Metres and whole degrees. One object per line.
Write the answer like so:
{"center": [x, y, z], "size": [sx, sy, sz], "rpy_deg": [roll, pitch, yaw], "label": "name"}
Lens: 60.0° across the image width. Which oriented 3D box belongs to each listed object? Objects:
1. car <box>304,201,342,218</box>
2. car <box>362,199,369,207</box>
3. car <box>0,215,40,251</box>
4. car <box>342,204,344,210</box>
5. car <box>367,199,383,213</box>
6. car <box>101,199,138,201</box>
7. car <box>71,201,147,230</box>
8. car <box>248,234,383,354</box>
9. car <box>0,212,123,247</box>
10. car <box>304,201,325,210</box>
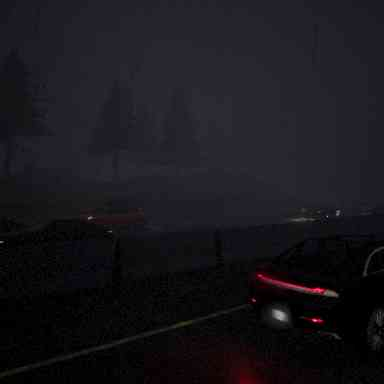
{"center": [13.415, 1.912, 34.549], "size": [4.674, 1.442, 1.812], "rpy_deg": [0, -1, -45], "label": "car"}
{"center": [34.492, 2.177, 64.699], "size": [1.812, 1.442, 4.674], "rpy_deg": [-1, -1, 32], "label": "car"}
{"center": [-9.190, 1.836, 14.717], "size": [4.181, 1.385, 1.994], "rpy_deg": [0, -1, -36], "label": "car"}
{"center": [22.643, 2.171, 52.570], "size": [1.895, 1.301, 4.718], "rpy_deg": [-1, -1, 34], "label": "car"}
{"center": [24.795, 1.977, 43.459], "size": [2.033, 1.411, 5.357], "rpy_deg": [-1, -1, 37], "label": "car"}
{"center": [-6.509, 1.621, 25.562], "size": [5.566, 2.045, 2.150], "rpy_deg": [0, -1, -40], "label": "car"}
{"center": [-5.317, 1.698, 22.050], "size": [4.553, 1.767, 2.097], "rpy_deg": [0, -1, -39], "label": "car"}
{"center": [3.193, 1.562, 6.257], "size": [4.902, 1.511, 2.128], "rpy_deg": [0, -1, -37], "label": "car"}
{"center": [-5.387, 1.750, 13.145], "size": [4.674, 1.442, 1.812], "rpy_deg": [0, -1, -37], "label": "car"}
{"center": [20.591, 2.176, 55.789], "size": [2.033, 1.411, 5.357], "rpy_deg": [-1, -1, 34], "label": "car"}
